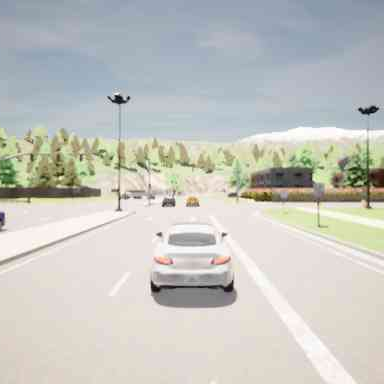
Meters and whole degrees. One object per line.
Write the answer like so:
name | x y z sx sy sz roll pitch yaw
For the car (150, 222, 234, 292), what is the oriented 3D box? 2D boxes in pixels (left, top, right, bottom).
car | 0.001 1.504 8.729 1.812 1.442 4.674 0 0 0

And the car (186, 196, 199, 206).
car | 0.101 1.351 51.245 1.882 1.535 5.008 0 0 0

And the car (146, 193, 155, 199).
car | -11.489 1.130 91.505 2.097 1.767 4.553 0 0 0

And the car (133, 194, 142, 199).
car | -14.989 1.315 91.477 2.033 1.411 5.357 0 0 0

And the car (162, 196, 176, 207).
car | -3.401 1.368 50.064 2.128 1.511 4.902 0 0 0

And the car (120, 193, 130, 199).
car | -18.489 1.130 91.619 2.097 1.767 4.553 0 0 0

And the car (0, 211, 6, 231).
car | -11.521 1.436 16.875 1.882 1.535 5.008 0 0 1
